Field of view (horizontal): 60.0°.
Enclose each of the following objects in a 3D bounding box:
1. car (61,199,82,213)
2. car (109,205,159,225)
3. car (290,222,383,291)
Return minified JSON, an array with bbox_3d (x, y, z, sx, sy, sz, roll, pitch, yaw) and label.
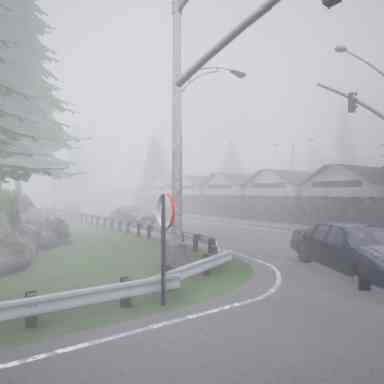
[{"bbox_3d":[-14.666,1.693,40.297,1.837,1.490,4.892,-2,1,-27],"label":"car"},{"bbox_3d":[-4.532,1.739,25.251,2.033,1.411,5.357,0,0,-36],"label":"car"},{"bbox_3d":[4.630,1.604,9.536,2.033,1.411,5.357,0,0,-7],"label":"car"}]
